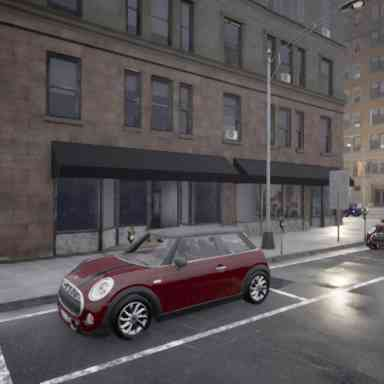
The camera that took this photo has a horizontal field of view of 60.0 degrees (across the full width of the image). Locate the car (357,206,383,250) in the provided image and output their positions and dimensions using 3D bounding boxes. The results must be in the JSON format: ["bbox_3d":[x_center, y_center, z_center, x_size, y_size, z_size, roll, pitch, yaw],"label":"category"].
[{"bbox_3d":[8.515,1.440,12.878,4.097,1.590,1.967,0,0,-36],"label":"car"}]

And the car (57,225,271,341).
[{"bbox_3d":[-0.411,1.439,6.473,4.097,1.590,1.967,0,0,-36],"label":"car"}]

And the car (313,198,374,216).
[{"bbox_3d":[14.452,1.404,32.054,2.128,1.511,4.902,1,0,-36],"label":"car"}]

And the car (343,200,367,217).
[{"bbox_3d":[12.325,1.113,29.457,2.150,2.045,5.566,1,0,-36],"label":"car"}]
